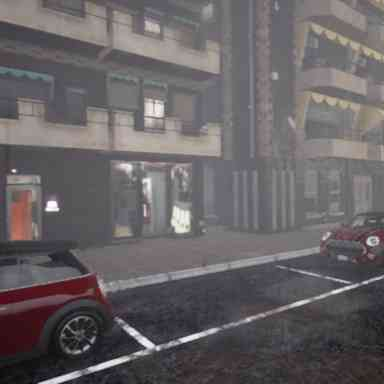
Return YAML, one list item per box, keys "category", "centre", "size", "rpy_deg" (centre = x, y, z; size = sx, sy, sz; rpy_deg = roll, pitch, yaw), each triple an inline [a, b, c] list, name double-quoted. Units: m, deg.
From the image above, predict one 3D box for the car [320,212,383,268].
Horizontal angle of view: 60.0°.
- category: "car"
  centre: [6.016, 1.384, 10.873]
  size: [4.097, 1.590, 1.967]
  rpy_deg: [0, 0, -35]

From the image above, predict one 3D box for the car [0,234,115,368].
- category: "car"
  centre: [-3.215, 1.442, 4.261]
  size: [4.097, 1.590, 1.967]
  rpy_deg: [0, 0, -35]
